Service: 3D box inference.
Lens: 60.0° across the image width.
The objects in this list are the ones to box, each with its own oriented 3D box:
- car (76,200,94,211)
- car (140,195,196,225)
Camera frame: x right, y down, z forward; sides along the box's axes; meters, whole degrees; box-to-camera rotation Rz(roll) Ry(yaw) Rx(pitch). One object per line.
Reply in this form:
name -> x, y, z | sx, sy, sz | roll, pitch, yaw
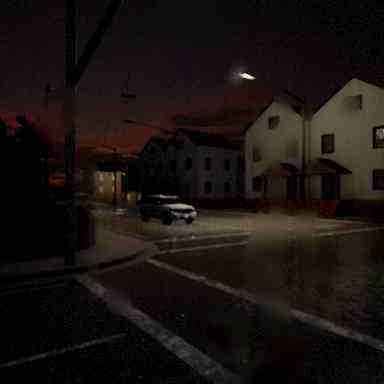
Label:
car -> -13.880, 1.654, 41.964 | 1.895, 1.301, 4.718 | 0, 0, -35
car -> -1.959, 1.272, 25.020 | 2.150, 2.045, 5.566 | 0, 0, -35
